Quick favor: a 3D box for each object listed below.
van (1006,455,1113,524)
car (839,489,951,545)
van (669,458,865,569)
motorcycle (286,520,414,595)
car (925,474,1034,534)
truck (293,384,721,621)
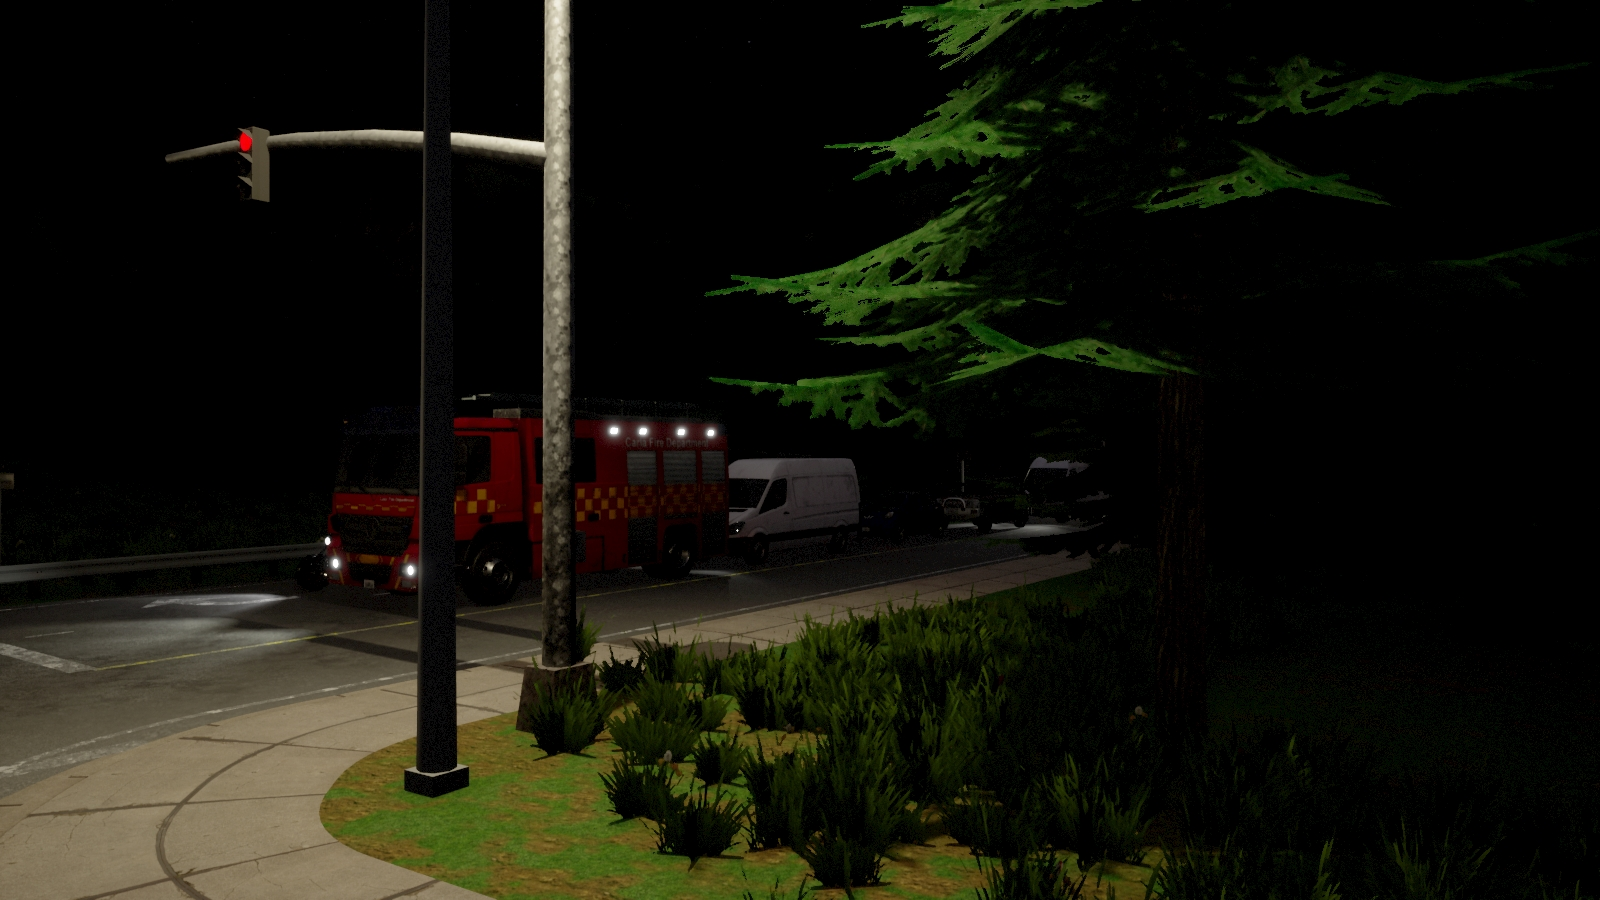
[{"bbox_3d":[10.451,1.497,45.657,1.988,2.561,5.915,0,0,36],"label":"van"},{"bbox_3d":[2.957,2.000,34.988,1.845,1.501,3.633,0,0,34],"label":"car"},{"bbox_3d":[-0.690,1.497,29.618,1.988,2.561,5.915,0,0,34],"label":"van"},{"bbox_3d":[-9.056,2.131,23.082,0.764,1.277,2.356,0,0,37],"label":"motorcycle"},{"bbox_3d":[6.318,1.826,39.820,1.932,1.855,4.605,0,0,35],"label":"car"},{"bbox_3d":[-5.328,0.853,22.761,2.891,3.827,8.468,0,0,34],"label":"truck"}]
